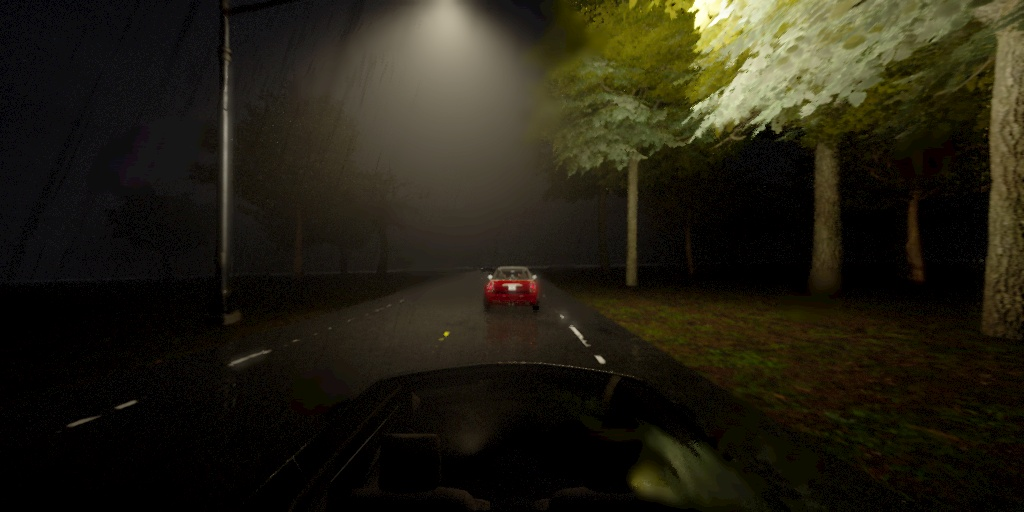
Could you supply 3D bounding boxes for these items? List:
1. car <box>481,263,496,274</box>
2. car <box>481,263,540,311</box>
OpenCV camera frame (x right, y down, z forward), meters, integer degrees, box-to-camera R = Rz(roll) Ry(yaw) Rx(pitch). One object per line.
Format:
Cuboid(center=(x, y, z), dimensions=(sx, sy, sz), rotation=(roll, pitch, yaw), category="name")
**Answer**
Cuboid(center=(-3.525, 1.828, 54.061), dimensions=(1.837, 1.490, 4.892), rotation=(0, -1, 0), category="car")
Cuboid(center=(0.028, 1.230, 15.240), dimensions=(2.097, 1.767, 4.553), rotation=(0, -1, 1), category="car")
